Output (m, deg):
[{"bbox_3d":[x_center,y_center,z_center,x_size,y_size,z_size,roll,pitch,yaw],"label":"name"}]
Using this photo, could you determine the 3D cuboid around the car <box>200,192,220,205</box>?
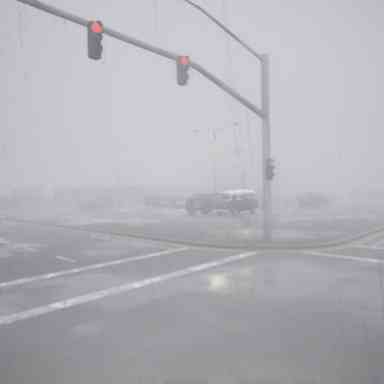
[{"bbox_3d":[2.242,0.853,58.317,1.932,1.855,4.605,-1,0,44],"label":"car"}]

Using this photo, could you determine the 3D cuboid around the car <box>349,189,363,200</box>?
[{"bbox_3d":[28.536,0.365,57.344,1.905,1.878,3.866,-1,0,44],"label":"car"}]

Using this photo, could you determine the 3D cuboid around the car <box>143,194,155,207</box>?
[{"bbox_3d":[-4.217,1.047,43.624,1.932,1.855,4.605,-1,0,44],"label":"car"}]

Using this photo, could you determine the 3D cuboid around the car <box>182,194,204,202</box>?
[{"bbox_3d":[0.206,1.092,60.376,1.784,1.438,3.905,-1,0,44],"label":"car"}]

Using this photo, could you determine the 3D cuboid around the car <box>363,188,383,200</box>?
[{"bbox_3d":[30.581,0.334,55.295,1.932,1.855,4.605,-1,0,44],"label":"car"}]

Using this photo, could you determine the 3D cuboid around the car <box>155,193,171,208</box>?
[{"bbox_3d":[-2.247,1.230,41.798,1.784,1.438,3.905,-1,0,44],"label":"car"}]

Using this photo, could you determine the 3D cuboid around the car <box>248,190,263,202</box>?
[{"bbox_3d":[14.388,0.565,70.941,1.905,1.878,3.866,-1,0,44],"label":"car"}]

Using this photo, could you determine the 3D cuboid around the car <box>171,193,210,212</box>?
[{"bbox_3d":[-0.163,1.232,39.788,1.970,1.475,3.806,-1,0,44],"label":"car"}]

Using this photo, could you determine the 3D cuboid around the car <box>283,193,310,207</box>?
[{"bbox_3d":[14.470,0.922,46.652,1.970,1.475,3.806,-1,0,44],"label":"car"}]
